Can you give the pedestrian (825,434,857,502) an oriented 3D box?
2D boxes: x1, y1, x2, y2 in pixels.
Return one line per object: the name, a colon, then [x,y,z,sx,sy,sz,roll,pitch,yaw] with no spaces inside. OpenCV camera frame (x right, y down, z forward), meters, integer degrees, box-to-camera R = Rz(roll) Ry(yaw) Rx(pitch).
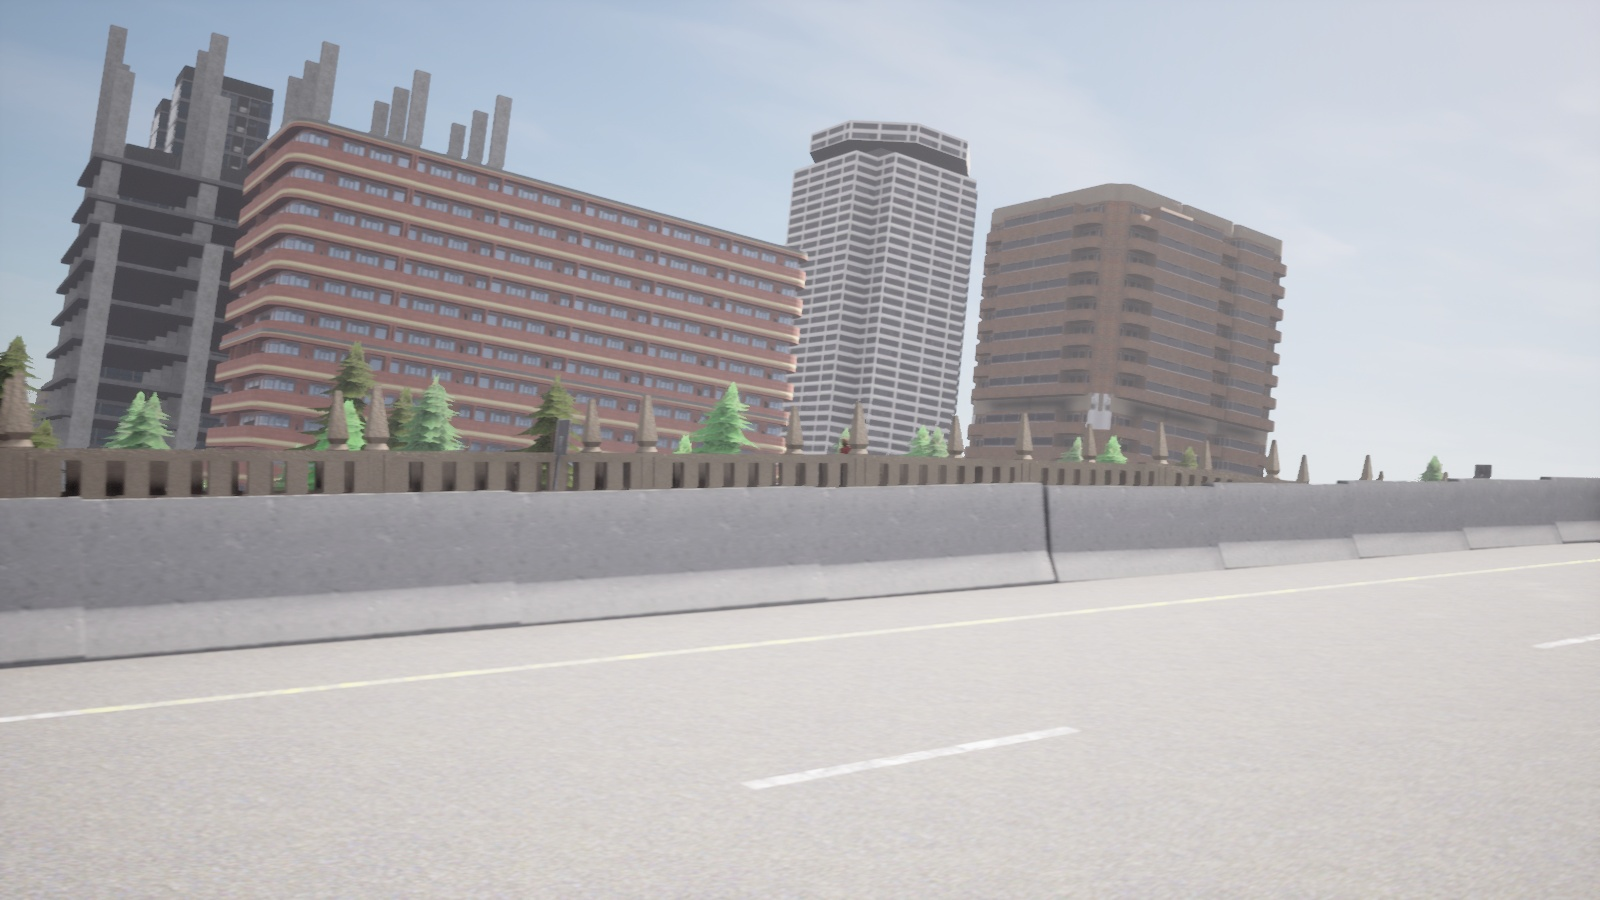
pedestrian: [1.140,0.501,35.165,0.636,1.846,0.331,9,-5,-34]
